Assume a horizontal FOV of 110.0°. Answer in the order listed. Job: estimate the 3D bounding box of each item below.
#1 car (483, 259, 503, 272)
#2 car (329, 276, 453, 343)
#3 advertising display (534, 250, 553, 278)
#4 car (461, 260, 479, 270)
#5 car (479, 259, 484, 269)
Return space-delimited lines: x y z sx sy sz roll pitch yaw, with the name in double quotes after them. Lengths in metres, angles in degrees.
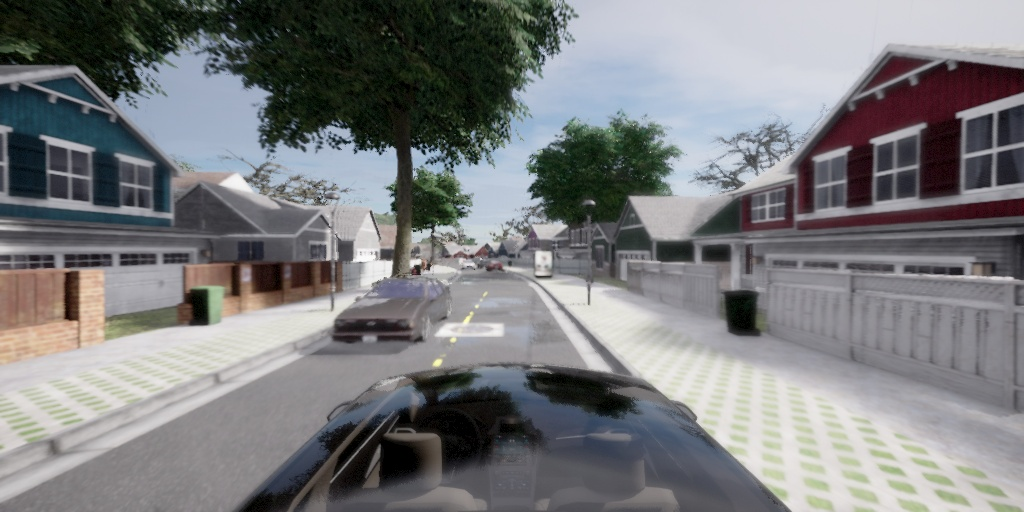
-2.280 1.274 46.498 1.812 1.442 4.674 0 0 -10 "car"
-2.854 1.283 9.872 2.033 1.411 5.357 0 0 0 "car"
2.618 0.746 30.028 1.540 2.440 0.280 0 0 -4 "advertising display"
-6.311 1.302 51.813 1.812 1.442 4.674 0 0 -12 "car"
-4.574 1.279 58.517 2.128 1.511 4.902 0 0 -17 "car"
